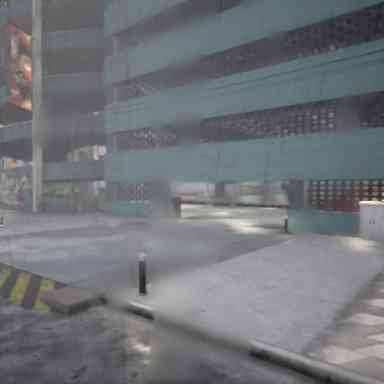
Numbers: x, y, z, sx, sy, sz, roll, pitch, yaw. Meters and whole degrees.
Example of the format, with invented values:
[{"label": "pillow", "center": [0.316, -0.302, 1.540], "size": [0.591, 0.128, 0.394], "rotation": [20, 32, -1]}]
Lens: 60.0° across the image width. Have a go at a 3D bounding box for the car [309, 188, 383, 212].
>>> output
[{"label": "car", "center": [9.800, 0.776, 19.099], "size": [5.566, 2.045, 2.435], "rotation": [1, 1, 39]}]
